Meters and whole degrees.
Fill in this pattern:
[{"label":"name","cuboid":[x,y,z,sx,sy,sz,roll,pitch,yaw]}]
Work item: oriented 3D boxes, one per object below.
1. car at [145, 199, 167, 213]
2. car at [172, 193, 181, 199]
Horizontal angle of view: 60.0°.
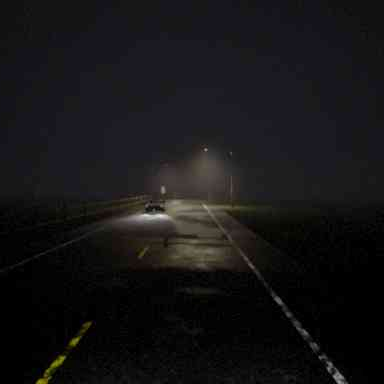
[{"label":"car","cuboid":[-3.565,1.384,33.479,1.895,1.301,4.718,0,0,0]},{"label":"car","cuboid":[-3.426,0.957,75.489,1.994,1.385,4.181,0,0,0]}]
